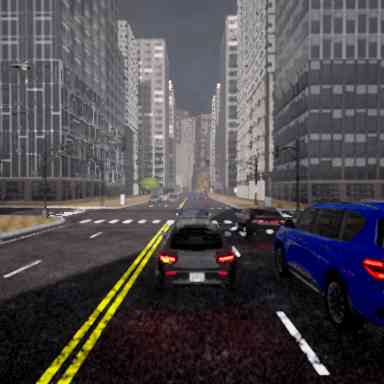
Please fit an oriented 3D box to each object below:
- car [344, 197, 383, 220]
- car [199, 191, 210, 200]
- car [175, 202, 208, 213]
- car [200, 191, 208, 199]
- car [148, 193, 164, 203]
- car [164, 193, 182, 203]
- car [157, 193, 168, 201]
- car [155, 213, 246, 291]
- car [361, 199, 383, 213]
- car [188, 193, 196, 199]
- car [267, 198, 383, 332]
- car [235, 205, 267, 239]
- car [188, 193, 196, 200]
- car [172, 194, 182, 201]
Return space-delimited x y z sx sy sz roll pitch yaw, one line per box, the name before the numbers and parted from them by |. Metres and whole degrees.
car | 16.190 1.430 28.884 5.009 1.841 2.192 1 1 1
car | 3.217 1.195 80.085 1.812 1.442 4.674 0 0 0
car | 0.095 1.482 18.042 2.033 1.411 5.357 0 0 0
car | 3.213 0.689 90.113 2.150 2.045 5.566 0 0 0
car | -6.578 1.120 59.947 2.097 1.767 4.553 0 0 0
car | -3.331 1.119 59.999 2.097 1.767 4.553 0 0 0
car | -6.532 1.057 74.977 2.097 1.767 4.553 0 0 0
car | 0.097 1.495 8.769 1.812 1.442 4.674 0 0 0
car | 21.795 1.528 37.174 4.829 1.417 1.752 1 1 1
car | -0.037 1.004 90.084 2.033 1.411 5.357 0 0 0
car | 3.352 1.197 6.908 2.150 2.045 5.566 0 0 0
car | 3.345 1.444 16.770 1.837 1.490 4.892 0 0 0
car | -0.033 1.195 80.085 1.812 1.442 4.674 0 0 0
car | -3.281 1.241 75.092 2.033 1.411 5.357 0 0 0
